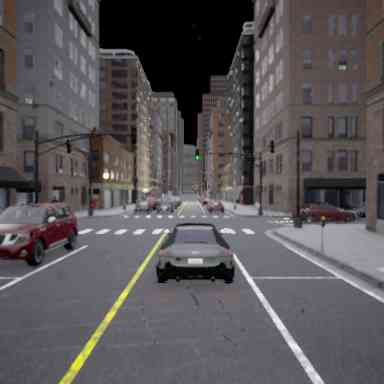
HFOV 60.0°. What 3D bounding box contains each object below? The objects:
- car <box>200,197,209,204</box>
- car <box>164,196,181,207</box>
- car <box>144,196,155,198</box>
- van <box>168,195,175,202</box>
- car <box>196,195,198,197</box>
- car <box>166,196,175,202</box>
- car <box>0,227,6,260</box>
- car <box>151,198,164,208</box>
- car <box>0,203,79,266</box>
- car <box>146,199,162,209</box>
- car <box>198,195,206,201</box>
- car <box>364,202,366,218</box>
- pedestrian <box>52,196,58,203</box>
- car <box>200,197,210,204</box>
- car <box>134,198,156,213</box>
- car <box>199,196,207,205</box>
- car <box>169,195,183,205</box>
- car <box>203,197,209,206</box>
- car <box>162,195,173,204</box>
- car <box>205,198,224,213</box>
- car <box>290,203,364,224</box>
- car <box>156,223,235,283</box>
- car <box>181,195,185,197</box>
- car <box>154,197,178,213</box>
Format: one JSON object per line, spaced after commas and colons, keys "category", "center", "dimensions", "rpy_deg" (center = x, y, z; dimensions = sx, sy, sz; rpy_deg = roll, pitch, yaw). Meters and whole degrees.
{"category": "car", "center": [2.840, 1.940, 77.885], "dimensions": [2.008, 1.369, 4.403], "rpy_deg": [-1, 0, 0]}
{"category": "car", "center": [-3.095, 1.715, 49.010], "dimensions": [2.128, 1.511, 4.902], "rpy_deg": [0, 0, 0]}
{"category": "car", "center": [-5.684, 1.515, 44.480], "dimensions": [2.192, 1.841, 5.009], "rpy_deg": [-1, 0, 0]}
{"category": "van", "center": [-5.689, 1.827, 94.564], "dimensions": [1.690, 1.788, 3.998], "rpy_deg": [-1, 0, 0]}
{"category": "car", "center": [2.837, 1.737, 83.450], "dimensions": [2.192, 1.841, 5.009], "rpy_deg": [-1, 0, 0]}
{"category": "car", "center": [-5.688, 1.895, 88.998], "dimensions": [1.967, 1.590, 4.097], "rpy_deg": [-1, 0, 0]}
{"category": "car", "center": [-5.676, 1.607, 6.331], "dimensions": [1.802, 1.307, 4.206], "rpy_deg": [-1, 0, 0]}
{"category": "car", "center": [-5.683, 1.784, 55.438], "dimensions": [1.752, 1.417, 4.829], "rpy_deg": [-1, 0, 0]}
{"category": "car", "center": [-5.680, 1.363, 11.915], "dimensions": [2.192, 1.841, 5.009], "rpy_deg": [-1, 0, 0]}
{"category": "car", "center": [-5.682, 1.774, 50.043], "dimensions": [1.887, 1.381, 4.507], "rpy_deg": [-1, 0, 0]}
{"category": "car", "center": [2.840, 1.762, 66.759], "dimensions": [1.967, 1.590, 4.097], "rpy_deg": [-1, 0, 0]}
{"category": "car", "center": [14.860, 1.540, 27.472], "dimensions": [5.357, 1.411, 2.033], "rpy_deg": [0, 0, 2]}
{"category": "pedestrian", "center": [-12.548, 1.276, 30.439], "dimensions": [0.375, 1.860, 0.375], "rpy_deg": [0, 1, 0]}
{"category": "car", "center": [2.841, 1.900, 72.322], "dimensions": [1.887, 1.381, 4.507], "rpy_deg": [-1, 0, 0]}
{"category": "car", "center": [-5.680, 1.754, 38.914], "dimensions": [1.802, 1.307, 4.206], "rpy_deg": [-1, 0, 0]}
{"category": "car", "center": [2.842, 1.835, 61.195], "dimensions": [1.887, 1.381, 4.507], "rpy_deg": [-1, 0, 0]}
{"category": "car", "center": [-3.060, 1.802, 58.703], "dimensions": [1.812, 1.442, 4.674], "rpy_deg": [0, 0, 0]}
{"category": "car", "center": [2.843, 1.726, 44.676], "dimensions": [1.752, 1.417, 4.829], "rpy_deg": [-1, 0, 0]}
{"category": "car", "center": [-5.688, 1.704, 77.869], "dimensions": [2.192, 1.841, 5.009], "rpy_deg": [-1, 0, 0]}
{"category": "car", "center": [2.845, 1.754, 38.942], "dimensions": [1.802, 1.307, 4.206], "rpy_deg": [-1, 0, 0]}
{"category": "car", "center": [9.619, 1.574, 24.371], "dimensions": [4.674, 1.442, 1.812], "rpy_deg": [0, 0, -3]}
{"category": "car", "center": [0.089, 1.604, 9.833], "dimensions": [1.994, 1.385, 4.181], "rpy_deg": [0, 0, 0]}
{"category": "car", "center": [-3.008, 1.837, 69.136], "dimensions": [2.128, 1.511, 4.902], "rpy_deg": [0, 0, 0]}
{"category": "car", "center": [-3.102, 1.667, 39.611], "dimensions": [2.128, 1.511, 4.902], "rpy_deg": [0, 0, 0]}
